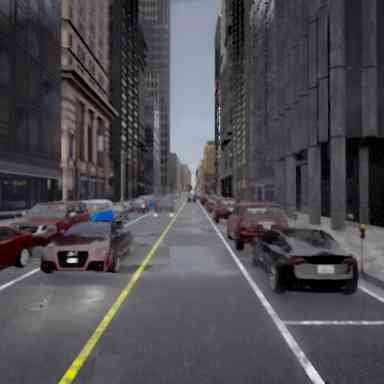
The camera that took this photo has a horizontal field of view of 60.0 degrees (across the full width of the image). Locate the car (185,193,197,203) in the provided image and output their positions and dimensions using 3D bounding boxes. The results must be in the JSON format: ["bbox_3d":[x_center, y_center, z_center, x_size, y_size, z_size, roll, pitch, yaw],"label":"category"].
[{"bbox_3d":[-0.038,1.572,68.747,1.812,1.442,4.674,0,0,0],"label":"car"}]

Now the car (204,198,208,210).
[{"bbox_3d":[2.655,1.627,36.836,1.802,1.307,4.206,1,0,0],"label":"car"}]

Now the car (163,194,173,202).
[{"bbox_3d":[-5.892,1.367,81.832,2.192,1.841,5.009,1,0,0],"label":"car"}]

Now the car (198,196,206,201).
[{"bbox_3d":[2.627,1.632,87.457,1.802,1.307,4.206,1,0,0],"label":"car"}]

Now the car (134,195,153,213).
[{"bbox_3d":[-5.870,1.487,36.835,1.967,1.590,4.097,1,0,0],"label":"car"}]

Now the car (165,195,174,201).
[{"bbox_3d":[-5.898,1.602,87.456,2.008,1.369,4.403,1,0,0],"label":"car"}]

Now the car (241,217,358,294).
[{"bbox_3d":[2.670,1.583,8.712,1.947,1.339,4.313,0,0,0],"label":"car"}]

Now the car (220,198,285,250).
[{"bbox_3d":[2.669,1.341,14.338,2.192,1.841,5.009,1,0,0],"label":"car"}]

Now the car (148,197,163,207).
[{"bbox_3d":[-5.880,1.603,53.709,2.008,1.369,4.403,1,0,0],"label":"car"}]

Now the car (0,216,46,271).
[{"bbox_3d":[-5.856,1.563,8.709,1.887,1.381,4.507,0,0,0],"label":"car"}]

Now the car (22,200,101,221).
[{"bbox_3d":[-5.857,1.342,14.335,2.192,1.841,5.009,1,0,0],"label":"car"}]

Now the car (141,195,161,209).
[{"bbox_3d":[-5.875,1.366,48.084,2.192,1.841,5.009,1,0,0],"label":"car"}]

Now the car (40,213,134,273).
[{"bbox_3d":[-3.096,1.585,10.577,1.994,1.385,4.181,0,0,0],"label":"car"}]

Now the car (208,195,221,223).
[{"bbox_3d":[2.663,1.354,25.587,2.192,1.841,5.009,1,0,0],"label":"car"}]

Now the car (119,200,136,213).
[{"bbox_3d":[-5.865,1.591,25.585,2.008,1.369,4.403,1,0,0],"label":"car"}]

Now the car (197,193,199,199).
[{"bbox_3d":[2.642,1.367,64.958,2.192,1.841,5.009,1,0,0],"label":"car"}]

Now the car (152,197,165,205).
[{"bbox_3d":[-5.883,1.598,59.333,1.887,1.381,4.507,1,0,0],"label":"car"}]

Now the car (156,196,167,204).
[{"bbox_3d":[-5.886,1.579,64.788,1.752,1.417,4.829,1,0,0],"label":"car"}]

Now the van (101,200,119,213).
[{"bbox_3d":[-5.860,1.376,19.960,1.690,1.788,3.998,1,0,0],"label":"van"}]

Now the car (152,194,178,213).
[{"bbox_3d":[-3.021,1.411,37.742,2.097,1.767,4.553,0,0,0],"label":"car"}]

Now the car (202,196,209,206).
[{"bbox_3d":[2.652,1.592,42.460,1.887,1.381,4.507,1,0,0],"label":"car"}]

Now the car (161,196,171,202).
[{"bbox_3d":[-5.892,1.597,76.207,1.887,1.381,4.507,1,0,0],"label":"car"}]

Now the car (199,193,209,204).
[{"bbox_3d":[2.648,1.366,53.709,2.192,1.841,5.009,1,0,0],"label":"car"}]
